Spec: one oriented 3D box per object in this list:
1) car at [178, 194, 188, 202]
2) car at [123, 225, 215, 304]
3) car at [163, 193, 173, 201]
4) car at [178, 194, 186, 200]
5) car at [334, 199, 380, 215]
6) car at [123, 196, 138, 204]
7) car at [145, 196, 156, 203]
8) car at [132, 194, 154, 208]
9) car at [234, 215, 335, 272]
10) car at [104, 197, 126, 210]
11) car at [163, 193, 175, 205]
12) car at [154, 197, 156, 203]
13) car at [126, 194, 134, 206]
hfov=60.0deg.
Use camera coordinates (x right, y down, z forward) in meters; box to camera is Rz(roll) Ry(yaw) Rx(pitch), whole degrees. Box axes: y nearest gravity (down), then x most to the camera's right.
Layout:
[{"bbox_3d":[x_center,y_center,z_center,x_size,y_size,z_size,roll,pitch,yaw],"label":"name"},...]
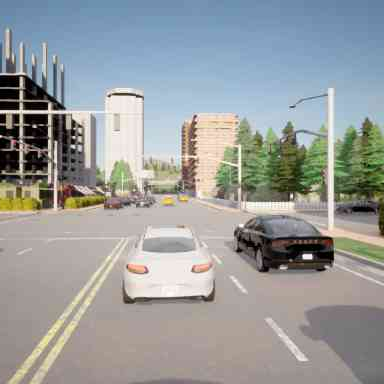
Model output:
[{"bbox_3d":[-2.039,1.470,76.910,1.882,1.535,5.008,0,0,-4],"label":"car"},{"bbox_3d":[-0.581,1.526,8.098,1.812,1.442,4.674,0,0,-5],"label":"car"},{"bbox_3d":[-5.887,1.225,81.630,2.150,2.045,5.566,0,0,-4],"label":"car"},{"bbox_3d":[-2.724,1.304,86.458,1.882,1.535,5.008,0,0,-4],"label":"car"},{"bbox_3d":[17.085,1.491,33.960,4.902,1.511,2.128,0,0,-3],"label":"car"},{"bbox_3d":[-11.632,1.547,63.225,2.033,1.411,5.357,0,0,-4],"label":"car"},{"bbox_3d":[-8.447,1.547,68.365,2.033,1.411,5.357,0,0,-4],"label":"car"},{"bbox_3d":[-7.137,1.492,48.828,2.128,1.511,4.902,0,0,-4],"label":"car"},{"bbox_3d":[2.686,1.478,10.834,1.882,1.535,5.008,0,0,-5],"label":"car"},{"bbox_3d":[-10.287,1.478,43.758,1.882,1.535,5.008,0,0,-4],"label":"car"},{"bbox_3d":[-3.995,1.477,56.747,1.882,1.535,5.008,0,0,-4],"label":"car"},{"bbox_3d":[-7.774,1.491,57.938,2.128,1.511,4.902,0,0,-4],"label":"car"},{"bbox_3d":[-10.946,1.478,53.084,1.882,1.535,5.008,0,0,-4],"label":"car"}]
